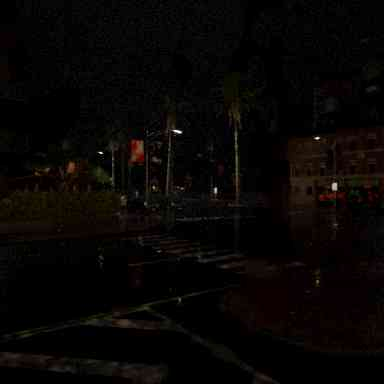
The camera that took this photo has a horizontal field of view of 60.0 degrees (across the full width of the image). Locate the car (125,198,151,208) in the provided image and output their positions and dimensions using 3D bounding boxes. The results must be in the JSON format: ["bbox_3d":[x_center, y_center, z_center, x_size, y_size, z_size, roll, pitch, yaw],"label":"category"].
[{"bbox_3d":[-7.898,1.601,48.287,1.895,1.301,4.718,0,0,-35],"label":"car"}]

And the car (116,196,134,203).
[{"bbox_3d":[-13.861,1.522,68.716,1.812,1.442,4.674,0,0,-39],"label":"car"}]

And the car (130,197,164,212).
[{"bbox_3d":[-5.563,1.352,38.869,2.097,1.767,4.553,0,0,-35],"label":"car"}]

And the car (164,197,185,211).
[{"bbox_3d":[-2.729,1.352,40.929,2.097,1.767,4.553,0,0,-35],"label":"car"}]
